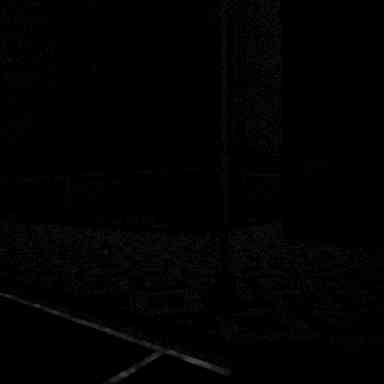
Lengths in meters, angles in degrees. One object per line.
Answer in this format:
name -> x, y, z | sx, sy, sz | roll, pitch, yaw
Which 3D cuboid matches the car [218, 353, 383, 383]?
car -> 1.942, 1.575, 1.574 | 4.206, 1.307, 1.802 | -1, 0, 36
